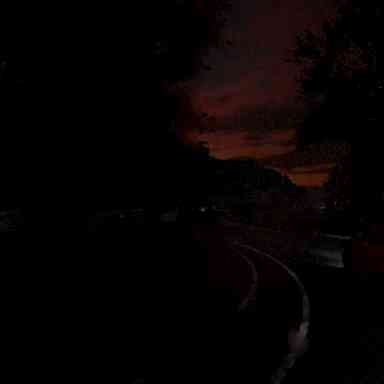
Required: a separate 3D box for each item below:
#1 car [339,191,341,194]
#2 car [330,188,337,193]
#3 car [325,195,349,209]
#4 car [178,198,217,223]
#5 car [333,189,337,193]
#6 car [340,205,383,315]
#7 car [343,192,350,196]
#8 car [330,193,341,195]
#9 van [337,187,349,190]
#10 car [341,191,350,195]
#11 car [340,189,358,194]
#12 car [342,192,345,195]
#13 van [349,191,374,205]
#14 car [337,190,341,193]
[{"bbox_3d":[33.068,1.035,67.868,4.674,1.452,2.002,1,2,20],"label":"car"},{"bbox_3d":[39.440,0.490,86.216,5.366,1.575,1.946,1,2,20],"label":"car"},{"bbox_3d":[19.466,1.565,44.953,1.837,1.490,4.892,1,1,17],"label":"car"},{"bbox_3d":[0.311,1.209,24.238,2.097,1.767,4.553,1,0,-12],"label":"car"},{"bbox_3d":[37.717,0.667,80.939,4.792,1.488,2.163,1,2,20],"label":"car"},{"bbox_3d":[4.859,1.377,7.433,2.097,1.767,4.553,1,0,16],"label":"car"},{"bbox_3d":[28.221,1.353,54.869,5.366,1.575,1.946,1,2,20],"label":"car"},{"bbox_3d":[22.894,1.427,54.525,1.994,1.385,4.181,1,2,20],"label":"car"},{"bbox_3d":[35.986,0.556,75.658,4.442,1.987,1.878,1,2,20],"label":"van"},{"bbox_3d":[31.206,1.140,62.639,5.008,1.535,2.097,1,2,20],"label":"car"},{"bbox_3d":[32.165,0.942,65.240,4.553,1.767,2.185,1,2,20],"label":"car"},{"bbox_3d":[30.260,1.213,60.031,4.892,1.521,2.231,1,2,20],"label":"car"},{"bbox_3d":[26.417,1.278,49.615,4.442,1.987,1.878,1,2,20],"label":"van"},{"bbox_3d":[34.000,0.923,70.480,5.008,1.535,2.097,1,2,20],"label":"car"}]
